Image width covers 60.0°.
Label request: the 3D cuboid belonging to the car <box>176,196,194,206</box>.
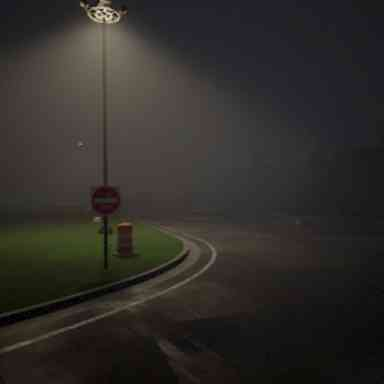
[{"bbox_3d":[-1.158,1.435,55.565,1.882,1.535,5.008,-1,0,-20],"label":"car"}]

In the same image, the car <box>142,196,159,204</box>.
[{"bbox_3d":[-8.052,1.499,64.060,2.128,1.511,4.902,-1,0,-20],"label":"car"}]

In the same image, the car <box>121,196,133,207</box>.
[{"bbox_3d":[-10.974,1.522,51.829,1.882,1.535,5.008,-1,0,-20],"label":"car"}]

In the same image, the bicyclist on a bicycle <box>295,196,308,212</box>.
[{"bbox_3d":[11.103,1.177,33.769,1.656,1.620,0.582,-1,0,-20],"label":"bicyclist on a bicycle"}]

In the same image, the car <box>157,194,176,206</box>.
[{"bbox_3d":[-4.479,1.513,54.464,1.812,1.442,4.674,-1,0,-19],"label":"car"}]

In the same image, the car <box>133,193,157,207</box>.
[{"bbox_3d":[-7.635,1.237,52.905,2.150,2.045,5.566,-1,0,-18],"label":"car"}]

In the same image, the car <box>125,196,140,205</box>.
[{"bbox_3d":[-11.339,1.515,62.856,1.882,1.535,5.008,-1,0,-20],"label":"car"}]
